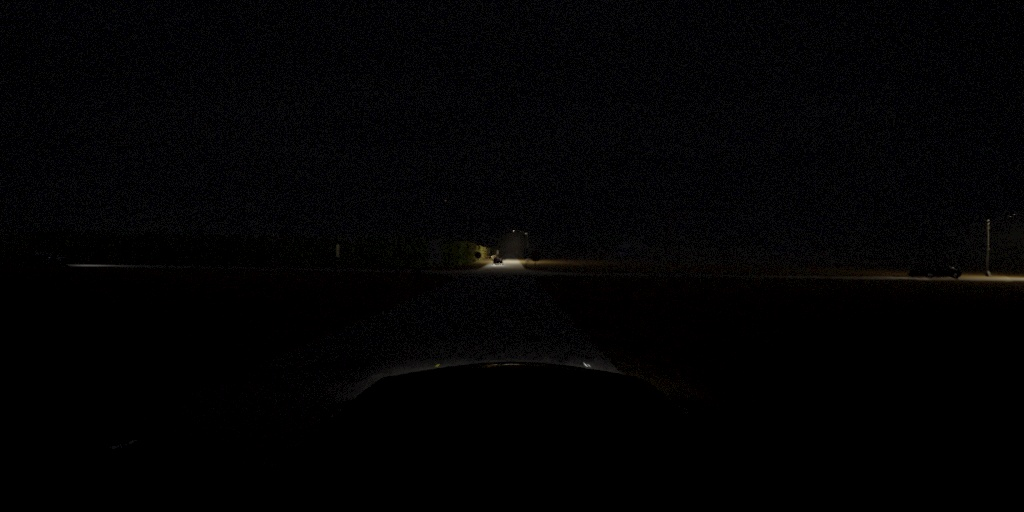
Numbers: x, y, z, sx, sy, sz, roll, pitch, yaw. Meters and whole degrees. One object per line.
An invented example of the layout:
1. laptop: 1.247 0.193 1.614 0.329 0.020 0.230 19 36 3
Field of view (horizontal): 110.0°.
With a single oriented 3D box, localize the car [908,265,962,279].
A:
1. car: 49.120 1.826 41.710 4.892 1.490 1.837 1 0 0
